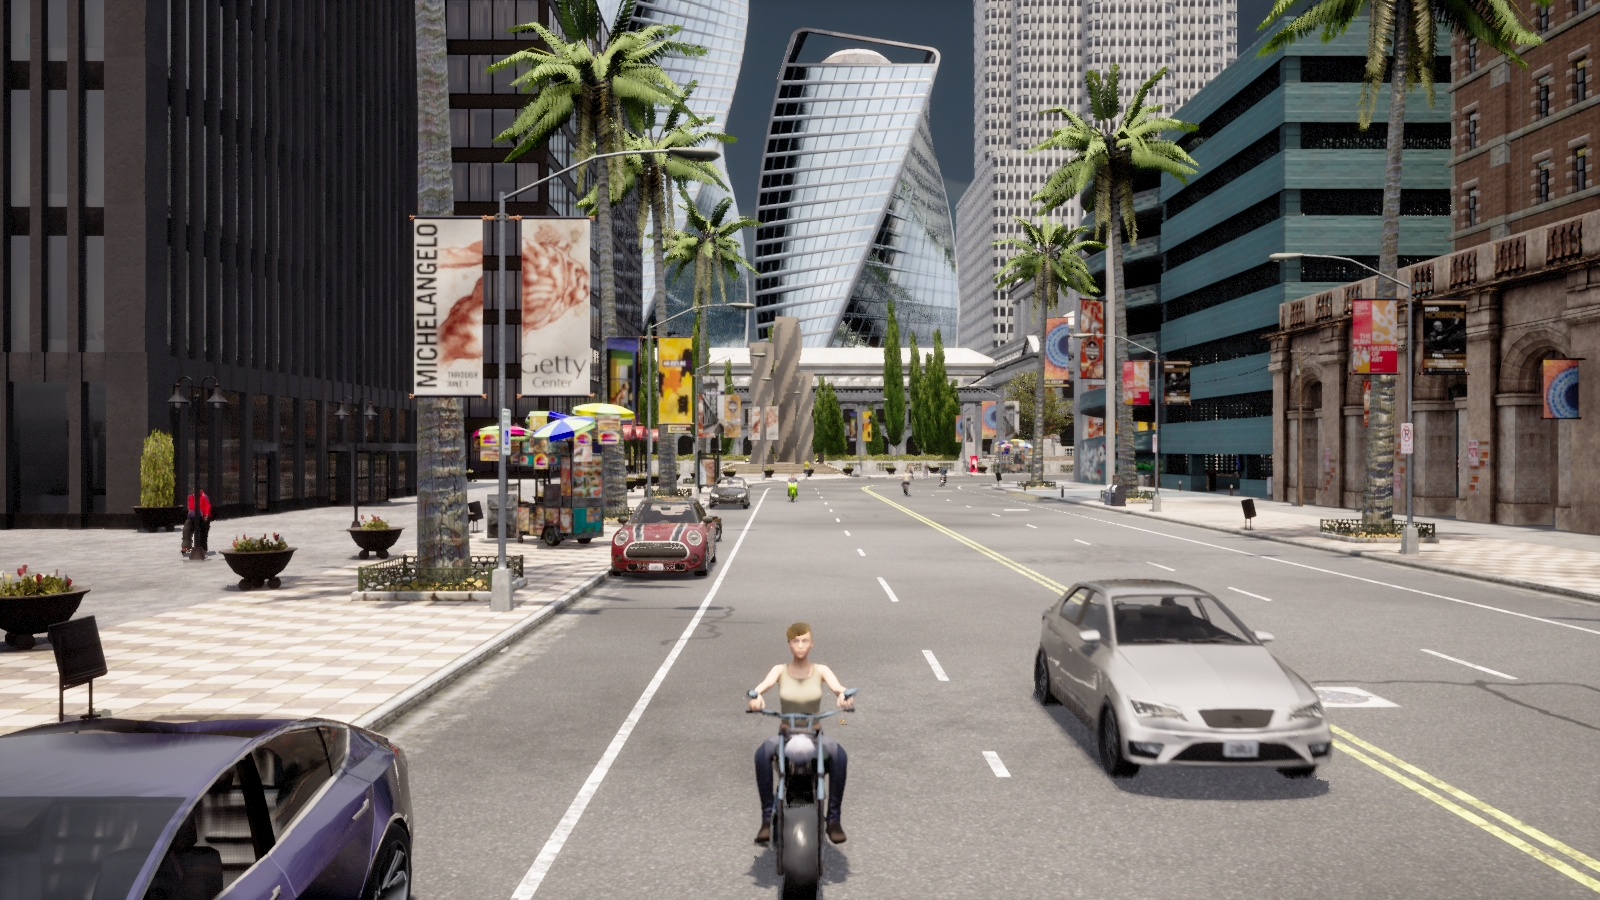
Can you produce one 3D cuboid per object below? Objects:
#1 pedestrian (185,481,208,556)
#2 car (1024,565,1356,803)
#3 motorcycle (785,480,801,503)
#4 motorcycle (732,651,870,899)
[{"bbox_3d":[-15.225,1.726,28.817,0.375,1.860,0.375,0,0,6],"label":"pedestrian"},{"bbox_3d":[3.503,2.070,11.168,1.816,1.474,4.193,0,0,0],"label":"car"},{"bbox_3d":[-0.385,2.237,61.449,0.803,1.145,2.033,0,0,-1],"label":"motorcycle"},{"bbox_3d":[0.006,2.173,7.542,0.764,1.277,2.356,0,0,0],"label":"motorcycle"}]
